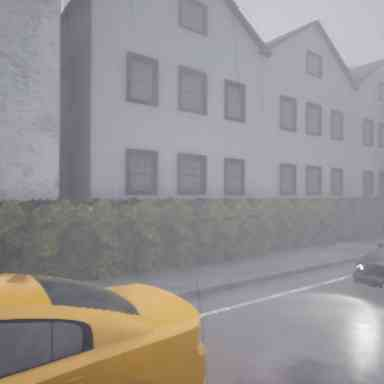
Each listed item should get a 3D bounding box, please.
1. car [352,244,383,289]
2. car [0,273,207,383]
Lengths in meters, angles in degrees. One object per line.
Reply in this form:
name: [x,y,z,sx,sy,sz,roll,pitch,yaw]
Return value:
car: [6.314,1.629,8.505,5.357,1.411,2.033,1,0,-36]
car: [-2.194,1.479,2.418,5.008,1.535,1.882,1,0,-36]
